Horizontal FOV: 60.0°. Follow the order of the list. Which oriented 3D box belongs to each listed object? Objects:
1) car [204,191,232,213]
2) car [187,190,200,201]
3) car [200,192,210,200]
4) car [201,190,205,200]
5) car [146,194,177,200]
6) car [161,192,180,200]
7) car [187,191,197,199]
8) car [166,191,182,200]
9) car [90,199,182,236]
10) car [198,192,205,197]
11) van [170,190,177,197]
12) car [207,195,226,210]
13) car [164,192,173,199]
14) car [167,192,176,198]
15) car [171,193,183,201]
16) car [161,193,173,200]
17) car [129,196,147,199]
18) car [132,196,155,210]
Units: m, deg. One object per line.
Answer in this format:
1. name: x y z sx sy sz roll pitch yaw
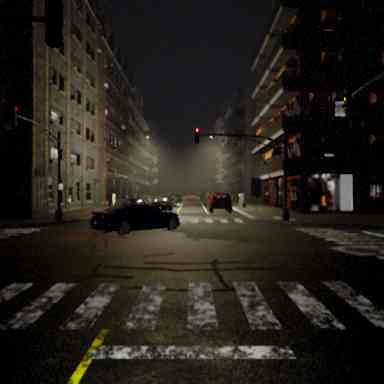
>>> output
1. car: 2.608 0.952 31.160 2.192 1.841 5.009 1 1 0
2. car: 0.047 0.820 60.747 1.882 1.535 5.008 0 0 0
3. car: 2.632 0.715 70.082 1.967 1.590 4.097 1 0 0
4. car: 2.616 0.828 42.284 2.192 1.841 5.009 1 1 0
5. car: -2.817 1.198 31.389 1.994 1.385 4.181 0 1 0
6. car: -2.801 1.039 40.268 1.837 1.490 4.892 0 1 0
7. car: 0.055 0.624 71.170 2.128 1.511 4.902 0 0 0
8. car: -2.741 0.998 50.202 1.994 1.385 4.181 0 1 1
9. car: -2.861 1.336 17.594 5.008 1.535 1.882 1 0 -45
10. car: 2.648 0.706 92.335 1.947 1.339 4.313 1 0 0
11. van: -5.229 0.481 92.308 1.690 1.788 3.998 1 0 0
12. car: 2.609 1.097 36.891 1.752 1.417 4.829 1 1 0
13. car: -5.245 0.766 75.446 1.752 1.417 4.829 1 0 0
14. car: -5.237 0.723 86.745 2.008 1.369 4.403 1 0 0
15. car: -2.703 0.892 60.563 2.033 1.411 5.357 0 0 0
16. car: -5.249 0.826 70.055 2.008 1.369 4.403 1 0 0
17. car: -5.276 1.203 31.123 1.947 1.339 4.313 1 1 0
18. car: -5.272 1.140 36.684 1.947 1.339 4.313 1 1 0
